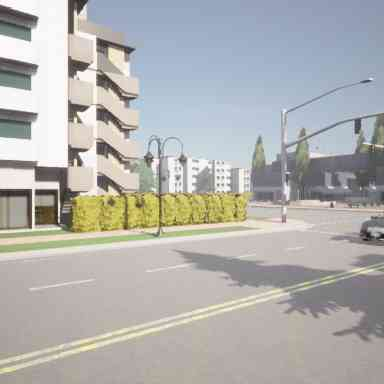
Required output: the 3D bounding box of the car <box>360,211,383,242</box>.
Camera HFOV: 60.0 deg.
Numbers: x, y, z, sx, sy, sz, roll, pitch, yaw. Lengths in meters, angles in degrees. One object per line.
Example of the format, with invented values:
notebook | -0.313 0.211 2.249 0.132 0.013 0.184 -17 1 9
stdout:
car | 9.545 1.491 15.110 4.902 1.511 2.128 0 0 -36
